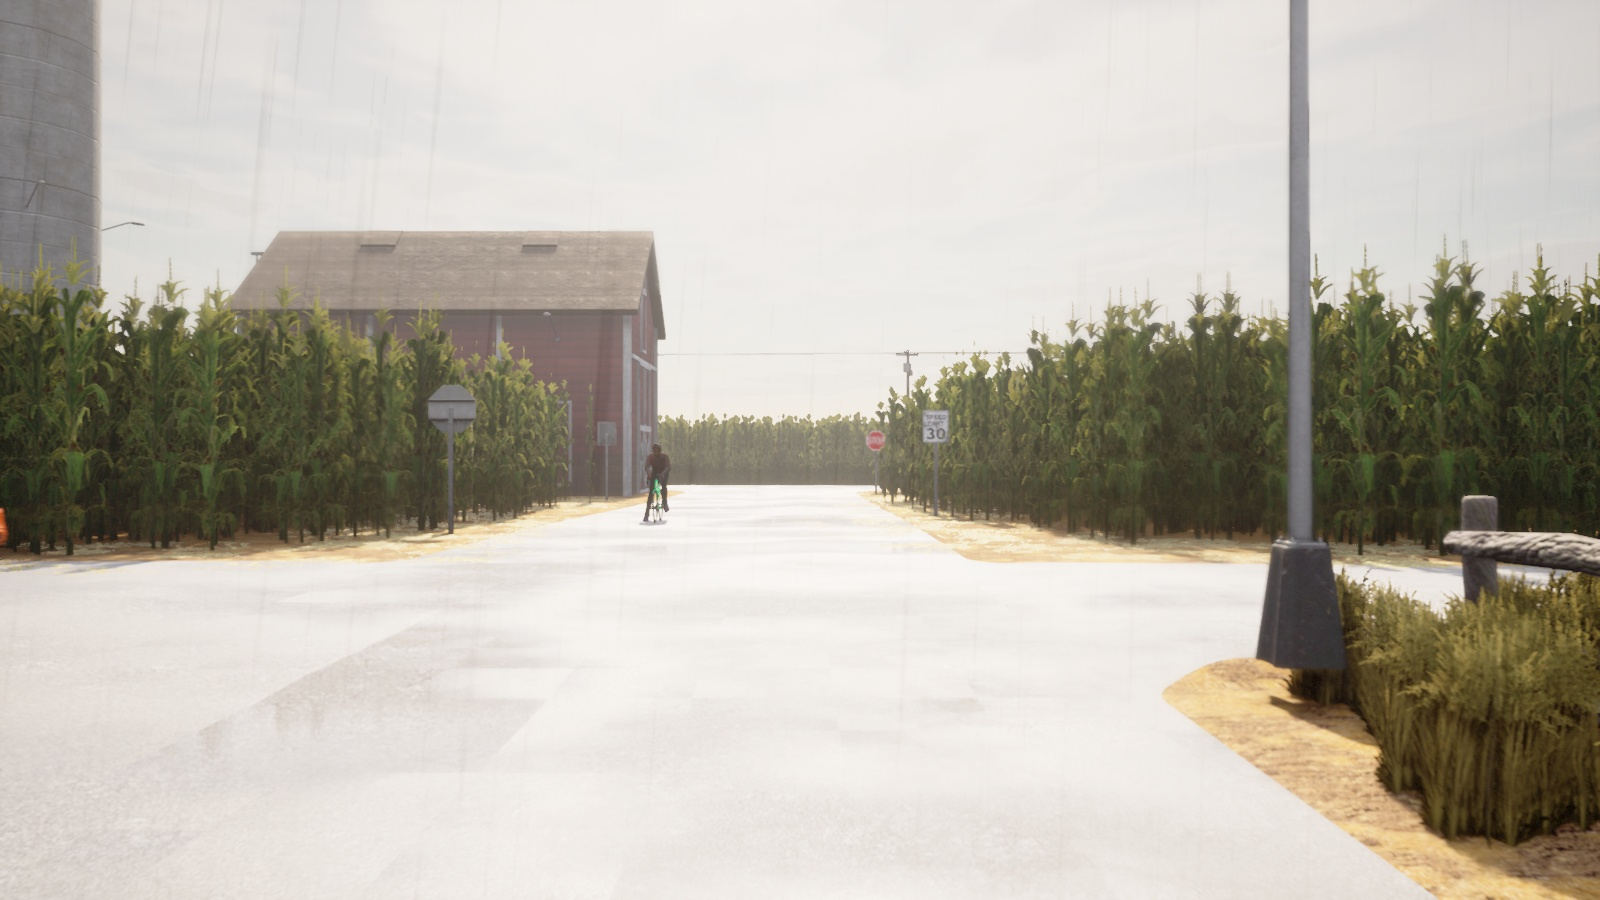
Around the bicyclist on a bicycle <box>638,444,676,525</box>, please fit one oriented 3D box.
[{"bbox_3d":[-2.946,0.692,25.954,0.582,1.620,1.656,0,0,0],"label":"bicyclist on a bicycle"}]

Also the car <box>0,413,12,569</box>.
[{"bbox_3d":[-11.367,0.472,13.450,4.553,1.767,2.097,0,0,1],"label":"car"}]
